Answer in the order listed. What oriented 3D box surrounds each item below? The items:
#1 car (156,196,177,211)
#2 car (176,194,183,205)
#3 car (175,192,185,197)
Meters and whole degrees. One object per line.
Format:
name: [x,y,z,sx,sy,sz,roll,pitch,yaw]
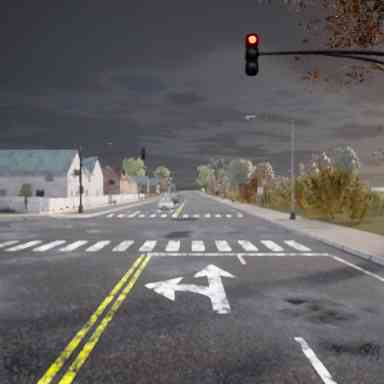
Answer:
car: [-3.196,1.523,40.934,1.812,1.442,4.674,0,1,0]
car: [-3.182,1.472,58.736,2.033,1.411,5.357,0,0,0]
car: [-3.148,0.887,87.193,2.150,2.045,5.566,0,0,0]
